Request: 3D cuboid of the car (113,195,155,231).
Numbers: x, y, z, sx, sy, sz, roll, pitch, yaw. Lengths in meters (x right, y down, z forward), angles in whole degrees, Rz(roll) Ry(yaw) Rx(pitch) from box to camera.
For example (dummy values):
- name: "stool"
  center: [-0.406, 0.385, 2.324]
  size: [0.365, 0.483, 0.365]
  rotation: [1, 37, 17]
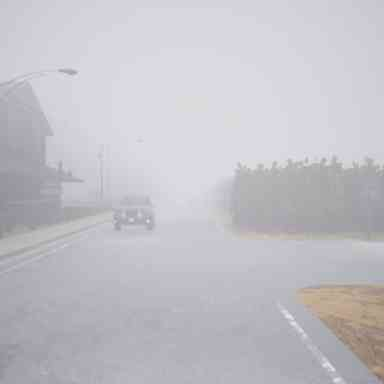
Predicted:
- name: "car"
  center: [-3.501, 1.209, 20.994]
  size: [2.150, 2.045, 5.566]
  rotation: [0, 0, -4]

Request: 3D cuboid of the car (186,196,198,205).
- name: "car"
  center: [-0.007, 1.486, 57.931]
  size: [1.812, 1.442, 4.674]
  rotation: [0, 0, 0]
